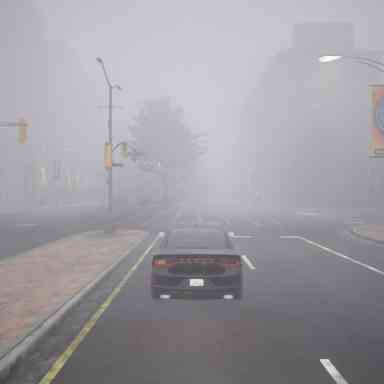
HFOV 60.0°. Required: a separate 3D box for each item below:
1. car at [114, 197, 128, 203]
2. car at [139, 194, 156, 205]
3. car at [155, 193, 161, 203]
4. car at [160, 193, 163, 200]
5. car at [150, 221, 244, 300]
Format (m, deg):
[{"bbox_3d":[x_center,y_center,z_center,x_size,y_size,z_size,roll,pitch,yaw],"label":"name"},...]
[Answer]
[{"bbox_3d":[-14.460,1.595,67.846,1.895,1.301,4.718,0,0,0],"label":"car"},{"bbox_3d":[-7.841,1.505,56.473,1.837,1.490,4.892,0,0,1],"label":"car"},{"bbox_3d":[-7.754,1.526,65.732,1.812,1.442,4.674,0,0,1],"label":"car"},{"bbox_3d":[-7.674,1.225,76.484,2.150,2.045,5.566,0,0,0],"label":"car"},{"bbox_3d":[0.114,1.478,8.462,1.882,1.535,5.008,0,0,1],"label":"car"}]
